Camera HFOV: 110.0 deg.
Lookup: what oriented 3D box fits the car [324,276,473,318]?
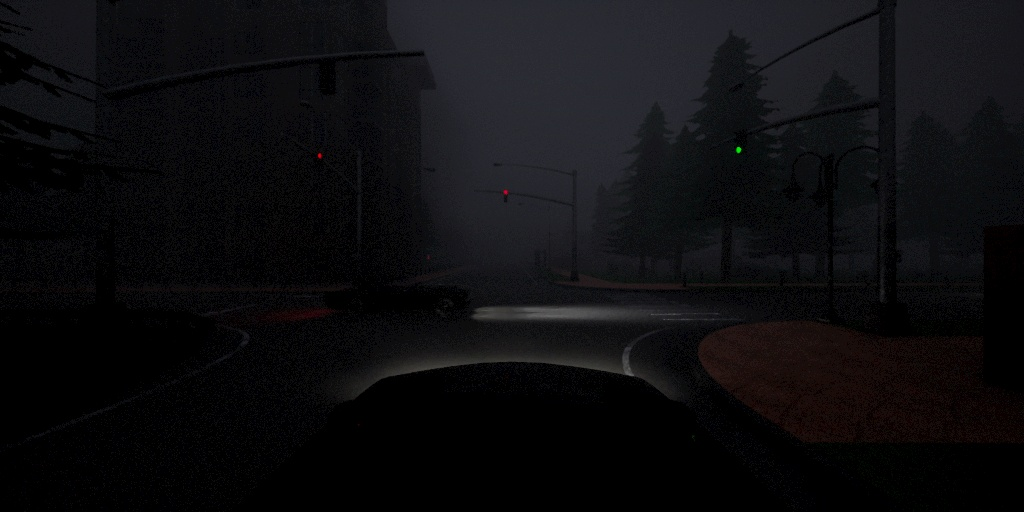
[{"bbox_3d":[-3.730,1.355,12.457,4.718,1.301,1.895,0,0,-1],"label":"car"}]
